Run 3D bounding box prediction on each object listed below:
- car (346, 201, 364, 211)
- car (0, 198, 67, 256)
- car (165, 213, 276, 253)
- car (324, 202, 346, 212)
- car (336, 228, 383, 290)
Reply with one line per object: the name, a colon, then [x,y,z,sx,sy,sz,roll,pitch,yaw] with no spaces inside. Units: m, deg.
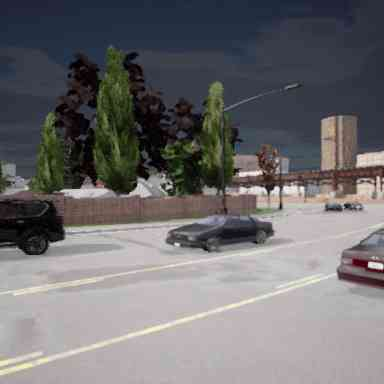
car: [23.926,2.044,49.226,2.128,1.511,4.902,-1,-1,12]
car: [-7.379,1.267,11.727,5.566,2.045,2.150,0,0,-37]
car: [1.442,1.625,14.354,5.357,1.411,2.033,1,-1,-41]
car: [19.518,2.094,46.084,1.994,1.385,4.181,-1,-1,16]
car: [5.684,1.586,8.521,5.357,1.411,2.033,1,-1,-41]
